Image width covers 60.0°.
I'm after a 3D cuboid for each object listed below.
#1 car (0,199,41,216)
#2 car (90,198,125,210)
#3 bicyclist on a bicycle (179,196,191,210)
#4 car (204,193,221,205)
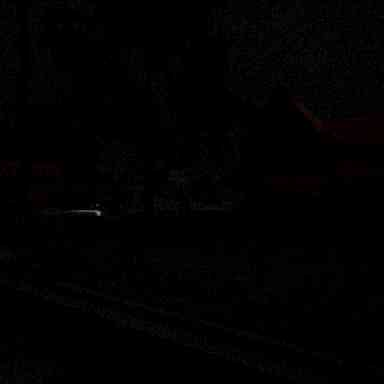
[{"bbox_3d":[-17.363,1.505,32.522,1.837,1.490,4.892,0,0,34],"label":"car"},{"bbox_3d":[-10.684,1.505,42.365,1.837,1.490,4.892,0,0,34],"label":"car"},{"bbox_3d":[-0.832,1.224,38.252,1.656,1.620,0.582,0,0,34],"label":"bicyclist on a bicycle"},{"bbox_3d":[3.645,1.221,58.520,2.150,2.045,5.566,0,0,14],"label":"car"}]
